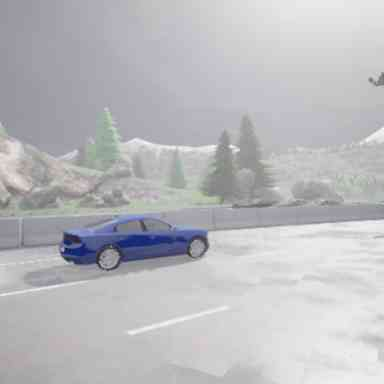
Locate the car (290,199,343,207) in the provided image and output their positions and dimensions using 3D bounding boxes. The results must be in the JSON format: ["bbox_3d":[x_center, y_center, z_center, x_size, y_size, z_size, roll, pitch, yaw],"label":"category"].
[{"bbox_3d":[12.049,1.430,31.164,4.902,1.511,2.128,0,0,-25],"label":"car"}]

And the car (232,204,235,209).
[{"bbox_3d":[7.548,1.508,40.649,5.357,1.411,2.033,0,0,-25],"label":"car"}]

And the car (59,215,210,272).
[{"bbox_3d":[-1.674,1.488,10.969,5.008,1.535,1.882,0,0,-34],"label":"car"}]

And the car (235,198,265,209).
[{"bbox_3d":[7.608,1.438,36.776,5.008,1.535,1.882,0,0,-26],"label":"car"}]

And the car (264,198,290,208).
[{"bbox_3d":[10.371,1.438,34.240,4.902,1.511,2.128,0,0,-26],"label":"car"}]
